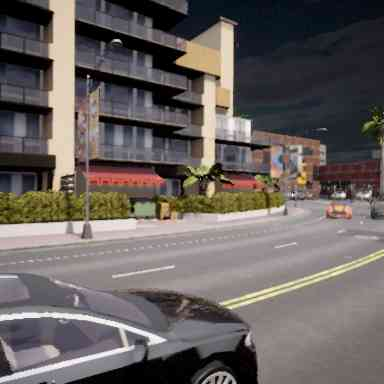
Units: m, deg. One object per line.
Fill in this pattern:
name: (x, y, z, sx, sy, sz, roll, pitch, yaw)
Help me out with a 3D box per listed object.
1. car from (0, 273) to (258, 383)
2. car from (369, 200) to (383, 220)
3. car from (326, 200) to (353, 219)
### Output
car: (-1.523, 1.493, 2.777, 4.902, 1.511, 2.128, 1, 0, -37)
car: (17.213, 1.685, 29.980, 1.837, 1.490, 4.892, 0, 0, 27)
car: (13.789, 1.521, 30.995, 2.097, 1.767, 4.553, 0, 0, 27)
